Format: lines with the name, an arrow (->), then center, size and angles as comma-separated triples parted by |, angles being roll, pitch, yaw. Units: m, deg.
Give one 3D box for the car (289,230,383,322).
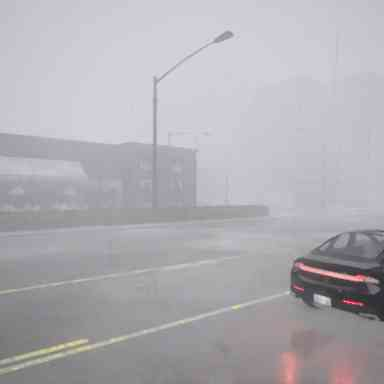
car -> 4.047, 1.529, 6.764 | 4.902, 1.511, 2.128 | 0, 0, -36
